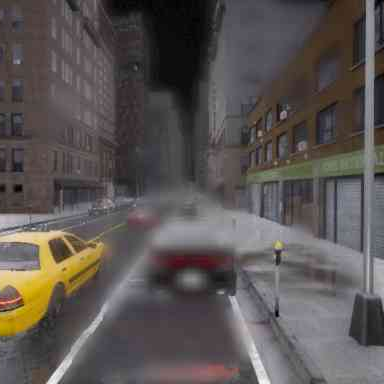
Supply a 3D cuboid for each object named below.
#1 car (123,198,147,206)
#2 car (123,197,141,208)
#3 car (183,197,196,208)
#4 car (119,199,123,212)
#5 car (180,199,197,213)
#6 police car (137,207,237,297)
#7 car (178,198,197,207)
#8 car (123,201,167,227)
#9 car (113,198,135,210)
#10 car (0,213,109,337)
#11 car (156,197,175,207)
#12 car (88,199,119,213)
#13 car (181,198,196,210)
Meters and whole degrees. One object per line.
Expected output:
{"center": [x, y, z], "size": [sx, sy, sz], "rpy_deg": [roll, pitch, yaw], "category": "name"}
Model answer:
{"center": [-6.216, 1.493, 39.017], "size": [2.128, 1.511, 4.902], "rpy_deg": [0, 0, 0], "category": "car"}
{"center": [-8.918, 1.549, 49.600], "size": [1.887, 1.381, 4.507], "rpy_deg": [-1, 0, 0], "category": "car"}
{"center": [-0.393, 1.550, 49.600], "size": [1.887, 1.381, 4.507], "rpy_deg": [-1, 0, 0], "category": "car"}
{"center": [-8.918, 1.567, 38.589], "size": [1.947, 1.339, 4.313], "rpy_deg": [-1, 0, 0], "category": "car"}
{"center": [-0.393, 1.546, 38.589], "size": [1.887, 1.381, 4.507], "rpy_deg": [-1, 0, 0], "category": "car"}
{"center": [-0.011, 1.423, 8.761], "size": [1.930, 1.638, 5.238], "rpy_deg": [0, 0, 0], "category": "police car"}
{"center": [-0.393, 1.565, 33.084], "size": [1.947, 1.339, 4.313], "rpy_deg": [-1, 0, 0], "category": "car"}
{"center": [-3.074, 1.561, 22.646], "size": [1.994, 1.385, 4.181], "rpy_deg": [0, 0, 0], "category": "car"}
{"center": [-8.918, 1.554, 44.095], "size": [2.008, 1.369, 4.403], "rpy_deg": [-1, 0, 0], "category": "car"}
{"center": [-3.145, 1.454, 6.917], "size": [1.801, 1.575, 5.366], "rpy_deg": [0, 0, 0], "category": "car"}
{"center": [-3.079, 1.353, 37.135], "size": [2.097, 1.767, 4.553], "rpy_deg": [0, 0, 0], "category": "car"}
{"center": [-8.920, 1.439, 33.084], "size": [1.967, 1.590, 4.097], "rpy_deg": [-1, 0, 0], "category": "car"}
{"center": [-0.393, 1.548, 44.094], "size": [1.887, 1.381, 4.507], "rpy_deg": [-1, 0, 0], "category": "car"}
